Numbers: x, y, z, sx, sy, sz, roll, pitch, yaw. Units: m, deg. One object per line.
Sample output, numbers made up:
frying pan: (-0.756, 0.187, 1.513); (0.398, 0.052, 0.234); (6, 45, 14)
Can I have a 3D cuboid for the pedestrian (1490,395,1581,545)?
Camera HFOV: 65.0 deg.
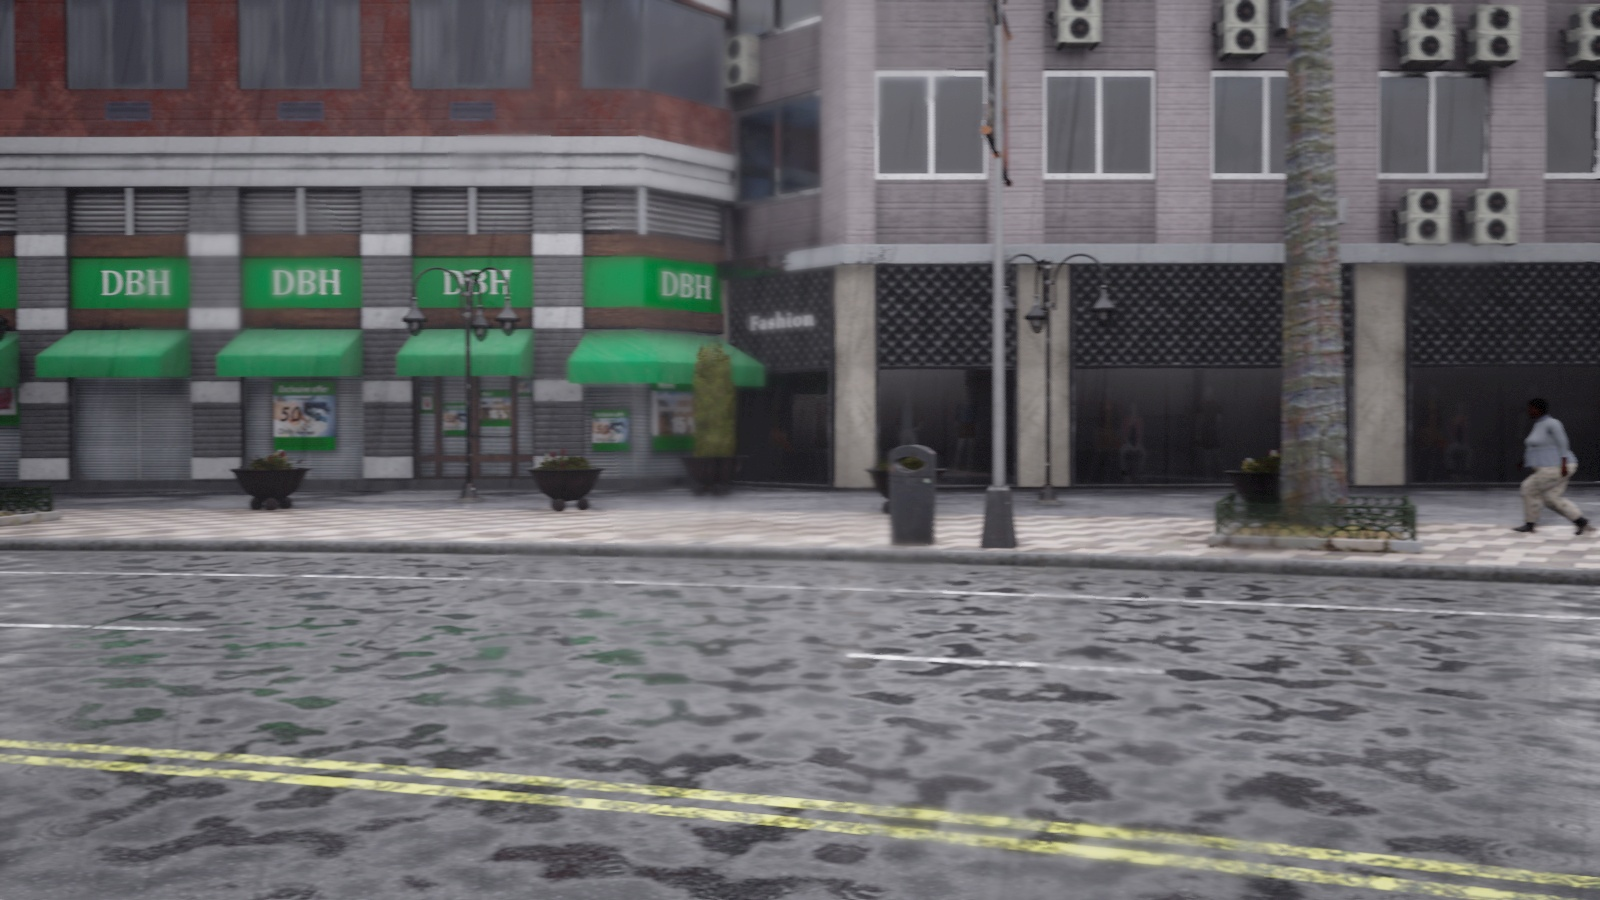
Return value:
pedestrian: (9.471, 0.239, 16.200); (0.900, 1.855, 0.874); (1, 1, 24)
